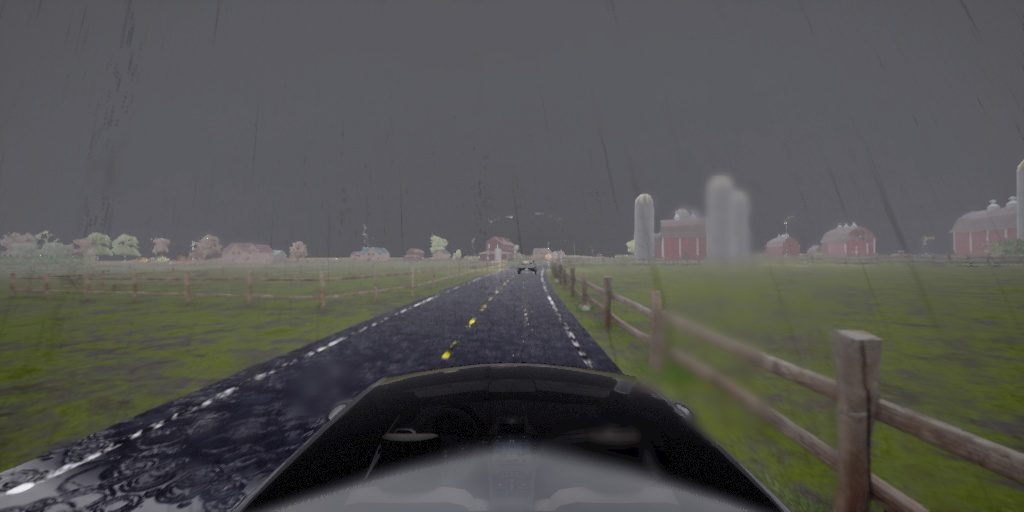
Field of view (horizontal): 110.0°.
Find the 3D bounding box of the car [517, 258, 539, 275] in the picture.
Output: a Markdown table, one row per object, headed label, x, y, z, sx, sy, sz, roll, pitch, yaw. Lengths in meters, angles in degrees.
| label | x | y | z | sx | sy | sz | roll | pitch | yaw |
| --- | --- | --- | --- | --- | --- | --- | --- | --- | --- |
| car | 1.535 | 0.971 | 35.214 | 1.837 | 1.490 | 4.892 | 0 | 0 | 4 |
